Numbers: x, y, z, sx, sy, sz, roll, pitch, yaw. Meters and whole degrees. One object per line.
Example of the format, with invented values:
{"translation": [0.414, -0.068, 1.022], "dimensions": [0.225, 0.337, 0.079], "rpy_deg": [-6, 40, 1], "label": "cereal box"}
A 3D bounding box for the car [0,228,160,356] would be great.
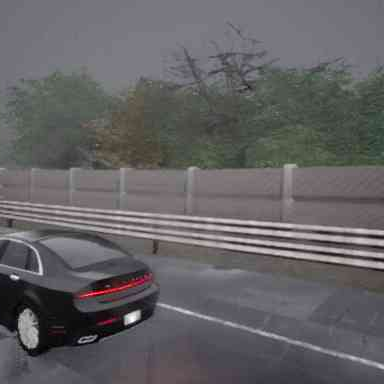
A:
{"translation": [-2.780, 1.422, 5.973], "dimensions": [4.892, 1.490, 1.837], "rpy_deg": [1, 1, 35], "label": "car"}
